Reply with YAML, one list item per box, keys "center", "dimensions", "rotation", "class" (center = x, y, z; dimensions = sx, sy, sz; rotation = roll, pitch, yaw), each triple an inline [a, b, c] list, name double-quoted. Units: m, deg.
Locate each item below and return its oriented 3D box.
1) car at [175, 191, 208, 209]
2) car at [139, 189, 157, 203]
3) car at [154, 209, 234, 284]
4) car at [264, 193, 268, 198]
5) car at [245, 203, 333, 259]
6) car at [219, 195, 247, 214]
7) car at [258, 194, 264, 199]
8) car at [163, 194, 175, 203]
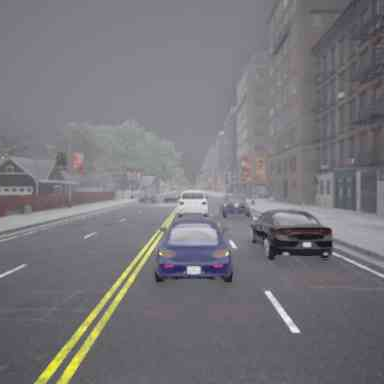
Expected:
- center: [0.080, 0.913, 26.179]
  dimensions: [2.150, 2.045, 5.566]
  rotation: [0, 1, 0]
  class: "car"
- center: [-6.534, 0.621, 49.927]
  dimensions: [2.150, 2.045, 5.566]
  rotation: [0, 0, 0]
  class: "car"
- center: [0.057, 1.418, 9.163]
  dimensions: [1.812, 1.442, 4.674]
  rotation: [0, 1, 0]
  class: "car"
- center: [16.419, 0.786, 63.314]
  dimensions: [4.206, 1.307, 1.802]
  rotation: [0, 0, 0]
  class: "car"
- center: [3.328, 1.337, 11.998]
  dimensions: [1.882, 1.535, 5.008]
  rotation: [0, 0, 1]
  class: "car"
- center: [3.335, 1.031, 26.980]
  dimensions: [2.097, 1.767, 4.553]
  rotation: [0, 1, 0]
  class: "car"
- center: [16.419, 0.720, 71.339]
  dimensions: [4.313, 1.339, 1.947]
  rotation: [0, 0, 0]
  class: "car"
- center: [-3.282, 0.995, 50.130]
  dimensions: [1.895, 1.301, 4.718]
  rotation: [0, 1, 0]
  class: "car"
